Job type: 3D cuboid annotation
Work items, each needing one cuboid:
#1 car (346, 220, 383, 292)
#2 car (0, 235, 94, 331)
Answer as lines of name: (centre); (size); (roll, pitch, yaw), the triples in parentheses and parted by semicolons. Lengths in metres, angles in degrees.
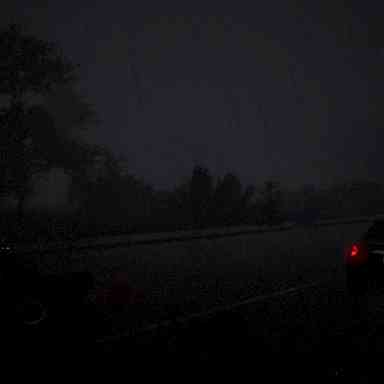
car: (5.649, 1.358, 7.773); (4.553, 1.767, 2.097); (0, 0, -35)
car: (-4.179, 1.601, 5.308); (4.718, 1.301, 1.895); (0, 0, -35)
